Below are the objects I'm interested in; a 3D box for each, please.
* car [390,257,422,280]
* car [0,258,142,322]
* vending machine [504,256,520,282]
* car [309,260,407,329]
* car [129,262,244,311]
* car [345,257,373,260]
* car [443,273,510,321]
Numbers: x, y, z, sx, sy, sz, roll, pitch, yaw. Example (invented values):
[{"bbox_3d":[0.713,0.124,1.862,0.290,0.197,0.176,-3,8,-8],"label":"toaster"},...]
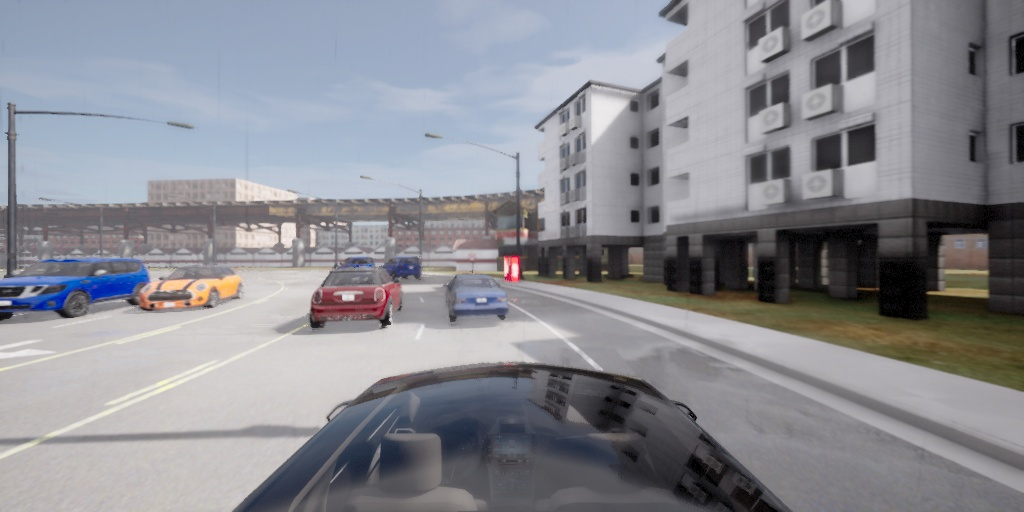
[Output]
[{"bbox_3d":[-9.783,1.075,31.620,2.150,2.045,5.566,0,0,-35],"label":"car"},{"bbox_3d":[-16.160,1.077,13.369,2.150,2.045,5.566,0,0,-19],"label":"car"},{"bbox_3d":[-0.001,0.989,26.753,1.100,2.100,0.880,0,0,-26],"label":"vending machine"},{"bbox_3d":[-4.817,1.144,11.717,2.097,1.767,4.553,0,0,-11],"label":"car"},{"bbox_3d":[-13.197,1.195,15.102,2.097,1.767,4.553,0,0,-21],"label":"car"},{"bbox_3d":[-13.201,1.091,30.425,2.150,2.045,5.566,0,0,-36],"label":"car"},{"bbox_3d":[-1.401,1.324,12.745,2.033,1.411,5.357,0,0,-12],"label":"car"}]
